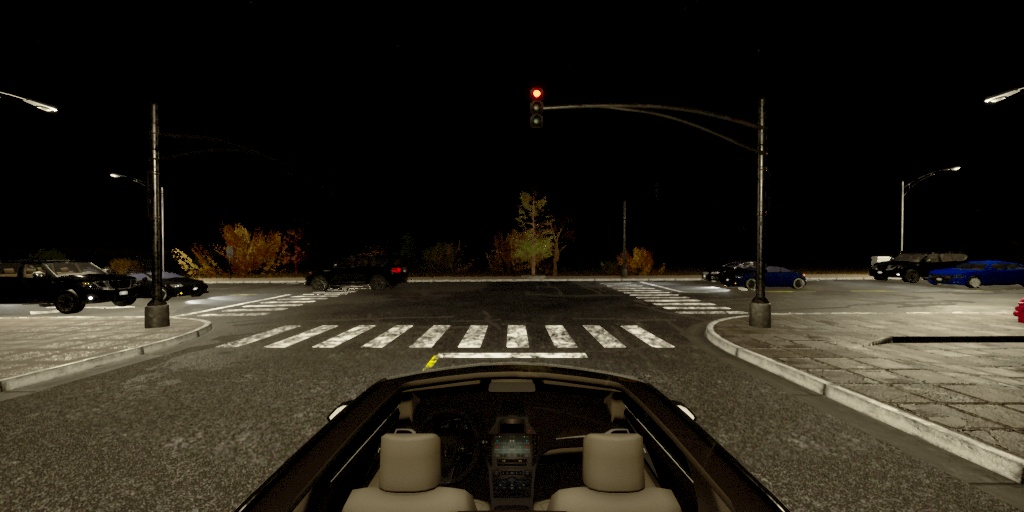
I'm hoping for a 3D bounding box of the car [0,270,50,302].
[{"bbox_3d":[-26.760,1.482,17.661,5.357,1.411,2.033,0,1,0],"label":"car"}]

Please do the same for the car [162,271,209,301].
[{"bbox_3d":[-17.520,1.437,17.589,4.181,1.385,1.994,0,1,0],"label":"car"}]

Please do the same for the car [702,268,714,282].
[{"bbox_3d":[15.374,1.068,24.031,4.902,1.511,2.128,0,1,0],"label":"car"}]

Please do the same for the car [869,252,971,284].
[{"bbox_3d":[27.361,0.726,23.933,5.566,2.045,2.150,0,1,1],"label":"car"}]

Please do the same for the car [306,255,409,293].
[{"bbox_3d":[-8.945,0.989,20.984,5.566,2.045,2.150,-1,0,0],"label":"car"}]

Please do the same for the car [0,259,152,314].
[{"bbox_3d":[-18.275,1.140,14.339,5.566,2.045,2.150,0,1,0],"label":"car"}]

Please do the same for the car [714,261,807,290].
[{"bbox_3d":[14.493,1.187,20.789,4.181,1.385,1.994,0,1,0],"label":"car"}]

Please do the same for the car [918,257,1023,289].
[{"bbox_3d":[27.178,1.025,20.686,5.008,1.535,1.882,-1,1,1],"label":"car"}]
